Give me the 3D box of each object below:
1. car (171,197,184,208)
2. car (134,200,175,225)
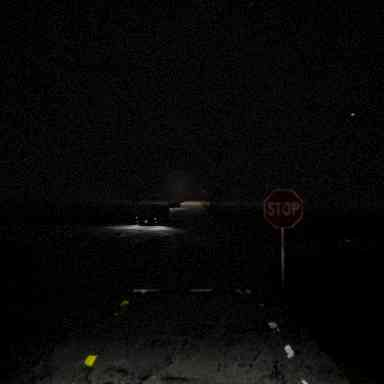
[{"bbox_3d":[-2.693,1.811,51.975,1.812,1.442,4.674,0,1,0],"label":"car"},{"bbox_3d":[-2.870,1.700,25.369,1.837,1.490,4.892,0,2,8],"label":"car"}]
